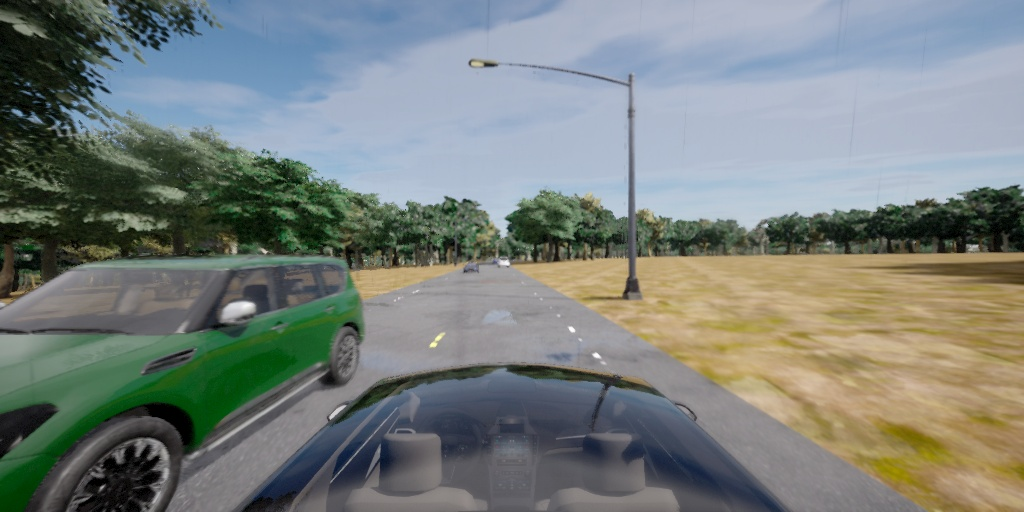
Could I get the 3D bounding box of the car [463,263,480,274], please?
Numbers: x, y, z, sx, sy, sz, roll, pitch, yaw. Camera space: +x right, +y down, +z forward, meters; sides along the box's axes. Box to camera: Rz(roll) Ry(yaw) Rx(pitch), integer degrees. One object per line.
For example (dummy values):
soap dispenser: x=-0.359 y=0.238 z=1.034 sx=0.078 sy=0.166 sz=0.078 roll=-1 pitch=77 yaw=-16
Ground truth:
car: x=-5.349 y=1.596 z=47.662 sx=1.994 sy=1.385 sz=4.181 roll=0 pitch=0 yaw=-2

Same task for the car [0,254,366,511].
car: x=-3.632 y=0.992 z=4.113 sx=2.150 sy=2.045 sz=5.566 roll=0 pitch=0 yaw=0
